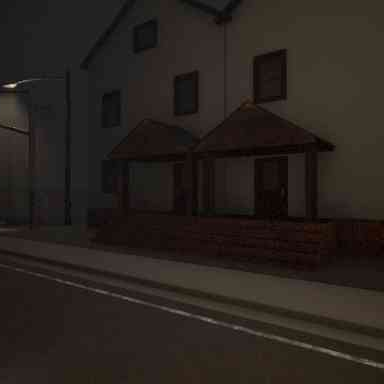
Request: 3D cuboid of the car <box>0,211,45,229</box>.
[{"bbox_3d":[-15.642,2.488,29.676,2.128,1.511,4.902,0,-9,36],"label":"car"}]
